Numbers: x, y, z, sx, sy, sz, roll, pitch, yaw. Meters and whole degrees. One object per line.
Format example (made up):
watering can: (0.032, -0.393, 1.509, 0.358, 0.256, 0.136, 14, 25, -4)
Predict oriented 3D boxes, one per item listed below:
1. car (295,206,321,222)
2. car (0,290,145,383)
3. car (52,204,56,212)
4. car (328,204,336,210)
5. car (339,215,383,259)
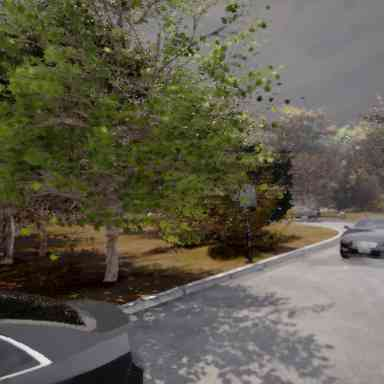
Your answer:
car: (10.313, 2.107, 33.092, 2.128, 1.511, 4.902, 2, -3, -45)
car: (-2.652, 1.585, 2.091, 4.892, 1.490, 1.837, 1, -1, -39)
car: (-22.149, 2.616, 52.182, 4.553, 1.767, 2.097, 1, -2, -37)
car: (32.962, 3.519, 77.988, 2.033, 1.411, 5.357, -1, -2, 21)
car: (7.109, 1.652, 12.733, 2.128, 1.511, 4.902, -2, -1, 38)
